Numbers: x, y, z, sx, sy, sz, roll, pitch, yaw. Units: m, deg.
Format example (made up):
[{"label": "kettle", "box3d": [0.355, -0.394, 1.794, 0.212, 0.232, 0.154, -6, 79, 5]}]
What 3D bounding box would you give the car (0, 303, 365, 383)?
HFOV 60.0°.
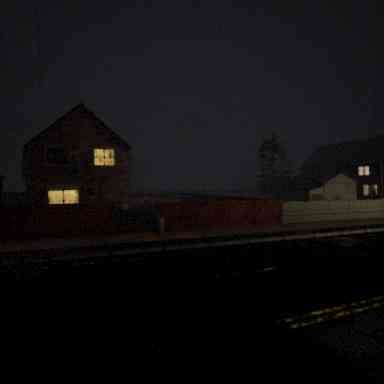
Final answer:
[{"label": "car", "box3d": [-0.944, 1.601, 2.374, 4.718, 1.301, 1.895, 0, 0, -27]}]
